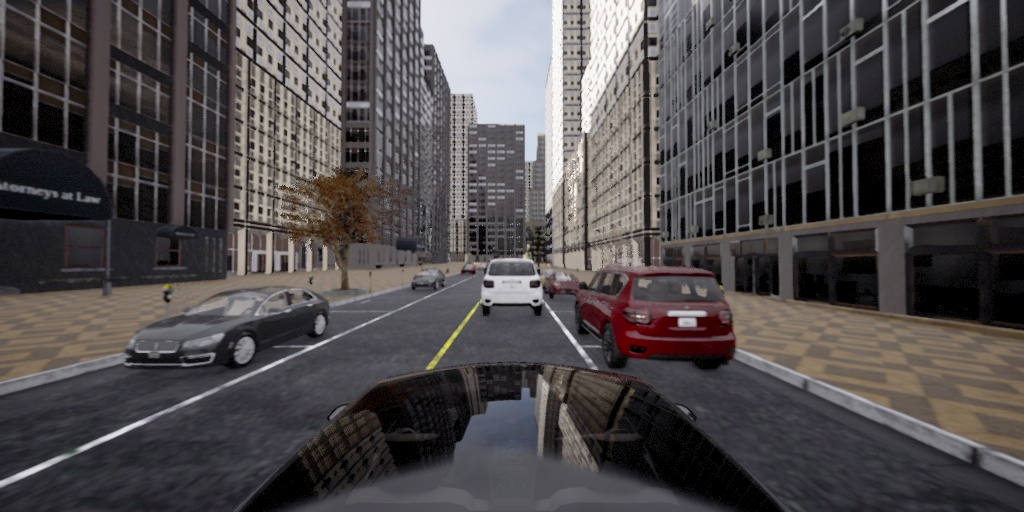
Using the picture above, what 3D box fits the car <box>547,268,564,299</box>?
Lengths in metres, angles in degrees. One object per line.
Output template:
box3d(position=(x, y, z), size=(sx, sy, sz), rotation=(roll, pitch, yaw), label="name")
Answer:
box3d(position=(2.686, 1.513, 19.184), size=(1.802, 1.307, 4.207), rotation=(0, 0, 0), label="car")

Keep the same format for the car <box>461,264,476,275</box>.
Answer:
box3d(position=(-5.705, 1.762, 47.373), size=(1.888, 1.381, 4.507), rotation=(0, 0, 0), label="car")

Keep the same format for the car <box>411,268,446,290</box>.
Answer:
box3d(position=(-5.697, 1.539, 24.803), size=(2.007, 1.370, 4.403), rotation=(0, 0, 0), label="car")

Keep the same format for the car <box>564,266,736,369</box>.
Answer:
box3d(position=(2.691, 1.129, 7.902), size=(2.192, 1.841, 5.009), rotation=(0, 0, 0), label="car")

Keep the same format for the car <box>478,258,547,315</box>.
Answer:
box3d(position=(0.005, 1.107, 14.469), size=(2.150, 2.045, 5.566), rotation=(0, 0, 0), label="car")

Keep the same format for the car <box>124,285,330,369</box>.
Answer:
box3d(position=(-5.691, 1.365, 7.876), size=(2.007, 1.370, 4.403), rotation=(0, 0, 0), label="car")
